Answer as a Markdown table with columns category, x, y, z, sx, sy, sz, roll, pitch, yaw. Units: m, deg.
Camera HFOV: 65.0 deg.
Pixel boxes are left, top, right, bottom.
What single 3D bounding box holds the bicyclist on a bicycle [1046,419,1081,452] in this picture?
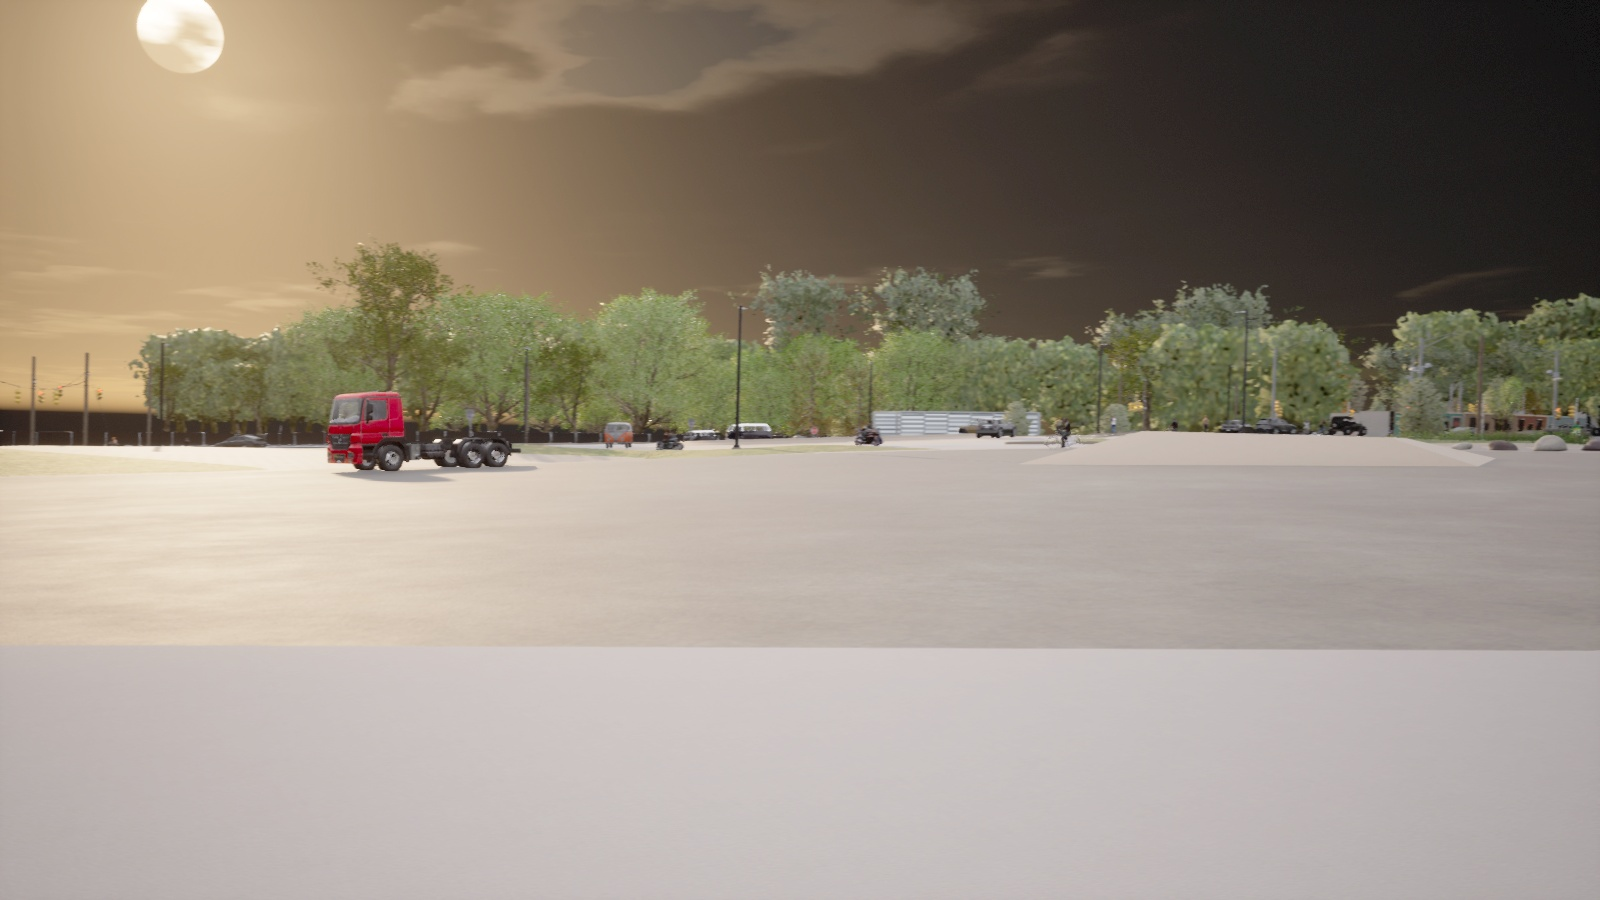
| category | x | y | z | sx | sy | sz | roll | pitch | yaw |
| --- | --- | --- | --- | --- | --- | --- | --- | --- | --- |
| bicyclist on a bicycle | 14.382 | -0.775 | 68.487 | 1.843 | 1.776 | 0.659 | 0 | 3 | 11 |

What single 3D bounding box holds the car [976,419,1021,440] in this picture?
| category | x | y | z | sx | sy | sz | roll | pitch | yaw |
| --- | --- | --- | --- | --- | --- | --- | --- | --- | --- |
| car | 14.837 | -1.563 | 93.754 | 1.970 | 1.475 | 3.806 | 1 | 2 | 33 |

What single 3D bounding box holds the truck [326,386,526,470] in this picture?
| category | x | y | z | sx | sy | sz | roll | pitch | yaw |
| --- | --- | --- | --- | --- | --- | --- | --- | --- | --- |
| truck | -16.295 | -0.994 | 55.155 | 7.936 | 3.462 | 2.891 | -2 | 2 | -44 |

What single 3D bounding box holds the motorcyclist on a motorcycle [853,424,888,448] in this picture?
| category | x | y | z | sx | sy | sz | roll | pitch | yaw |
| --- | --- | --- | --- | --- | --- | --- | --- | --- | --- |
| motorcyclist on a motorcycle | 4.518 | -0.915 | 80.402 | 2.191 | 1.530 | 0.866 | 0 | 1 | 42 |

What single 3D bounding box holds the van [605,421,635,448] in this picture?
| category | x | y | z | sx | sy | sz | roll | pitch | yaw |
| --- | --- | --- | --- | --- | --- | --- | --- | --- | --- |
| van | -13.727 | -1.225 | 96.141 | 1.775 | 1.987 | 4.442 | 0 | 1 | -2 |

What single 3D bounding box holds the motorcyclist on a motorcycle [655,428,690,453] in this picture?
| category | x | y | z | sx | sy | sz | roll | pitch | yaw |
| --- | --- | --- | --- | --- | --- | --- | --- | --- | --- |
| motorcyclist on a motorcycle | -8.618 | -0.666 | 84.648 | 2.350 | 1.649 | 0.766 | 1 | 0 | 34 |
